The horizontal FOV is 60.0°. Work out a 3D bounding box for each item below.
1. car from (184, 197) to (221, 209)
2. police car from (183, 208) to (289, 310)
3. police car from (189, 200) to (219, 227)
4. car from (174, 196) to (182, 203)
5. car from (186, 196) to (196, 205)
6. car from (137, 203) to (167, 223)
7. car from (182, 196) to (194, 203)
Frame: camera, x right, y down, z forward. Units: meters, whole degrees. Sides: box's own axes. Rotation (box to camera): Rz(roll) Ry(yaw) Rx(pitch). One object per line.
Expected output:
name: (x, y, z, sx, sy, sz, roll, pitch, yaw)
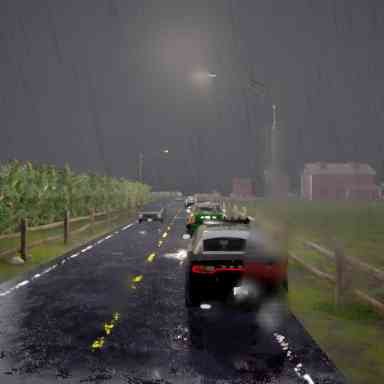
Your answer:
car: (0.778, 1.351, 17.919, 2.097, 1.767, 4.553, 0, 0, 0)
police car: (0.804, 1.425, 8.058, 1.930, 1.638, 5.238, 0, 0, 0)
police car: (0.762, 1.425, 24.058, 1.930, 1.638, 5.238, 0, 0, 0)
car: (-2.944, 1.642, 74.415, 2.033, 1.411, 5.357, 0, 0, 0)
car: (-0.163, 1.539, 62.734, 1.882, 1.535, 5.008, 0, 0, 0)
car: (-2.915, 1.547, 25.550, 2.033, 1.411, 5.357, 0, 0, 0)
car: (-0.088, 1.625, 46.714, 1.895, 1.301, 4.718, 0, 0, 0)
